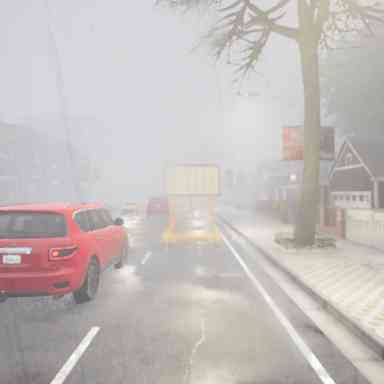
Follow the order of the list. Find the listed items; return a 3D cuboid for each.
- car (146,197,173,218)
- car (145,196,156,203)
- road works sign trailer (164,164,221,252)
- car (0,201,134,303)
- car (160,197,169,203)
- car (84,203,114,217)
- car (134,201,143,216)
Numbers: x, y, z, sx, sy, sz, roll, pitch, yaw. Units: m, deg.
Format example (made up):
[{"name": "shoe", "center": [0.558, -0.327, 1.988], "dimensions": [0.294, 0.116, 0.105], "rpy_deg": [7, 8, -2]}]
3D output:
[{"name": "car", "center": [-3.116, 1.458, 32.717], "dimensions": [2.150, 2.045, 5.566], "rpy_deg": [0, 0, 0]}, {"name": "car", "center": [-9.647, 1.819, 77.717], "dimensions": [1.882, 1.535, 5.008], "rpy_deg": [0, 0, 0]}, {"name": "road works sign trailer", "center": [0.021, 0.567, 14.507], "dimensions": [2.380, 3.560, 2.880], "rpy_deg": [0, 0, 0]}, {"name": "car", "center": [-3.136, 1.285, 8.496], "dimensions": [2.150, 2.045, 5.566], "rpy_deg": [0, 0, 0]}, {"name": "car", "center": [-6.397, 1.932, 77.682], "dimensions": [1.895, 1.301, 4.718], "rpy_deg": [0, 0, 0]}, {"name": "car", "center": [-9.799, 1.866, 35.585], "dimensions": [1.895, 1.301, 4.718], "rpy_deg": [0, 0, 0]}, {"name": "car", "center": [-6.545, 1.746, 36.502], "dimensions": [1.882, 1.535, 5.008], "rpy_deg": [0, 0, 0]}]
